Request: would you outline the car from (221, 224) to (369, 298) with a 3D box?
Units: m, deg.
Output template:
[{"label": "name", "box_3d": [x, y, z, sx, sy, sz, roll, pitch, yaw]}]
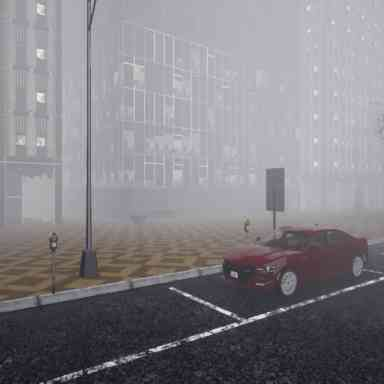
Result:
[{"label": "car", "box_3d": [2.748, 1.545, 8.527, 4.507, 1.381, 1.887, 0, 0, -36]}]
